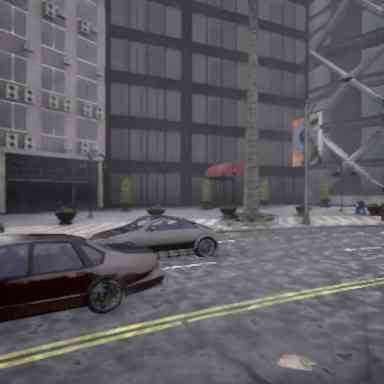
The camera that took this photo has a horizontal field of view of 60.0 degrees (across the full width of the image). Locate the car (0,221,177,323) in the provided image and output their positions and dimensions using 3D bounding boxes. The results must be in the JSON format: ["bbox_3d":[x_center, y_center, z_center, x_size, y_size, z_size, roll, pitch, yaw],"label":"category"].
[{"bbox_3d":[-3.136,1.492,5.960,5.357,1.411,2.033,0,0,-34],"label":"car"}]

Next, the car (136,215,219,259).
[{"bbox_3d":[-1.201,1.476,10.959,4.181,1.385,1.994,0,0,-27],"label":"car"}]
